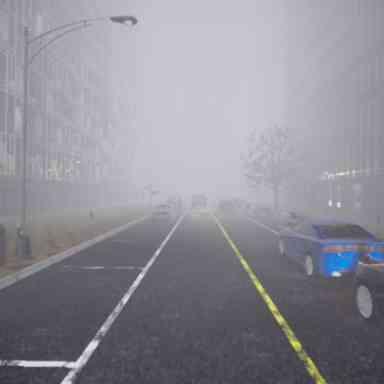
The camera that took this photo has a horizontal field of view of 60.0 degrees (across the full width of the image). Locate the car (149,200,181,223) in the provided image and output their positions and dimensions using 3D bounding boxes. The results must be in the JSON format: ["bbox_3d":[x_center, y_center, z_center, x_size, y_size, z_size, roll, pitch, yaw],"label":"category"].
[{"bbox_3d":[-2.186,1.576,25.572,2.008,1.369,4.403,1,0,1],"label":"car"}]

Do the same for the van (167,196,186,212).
[{"bbox_3d":[-1.940,1.383,36.955,1.690,1.788,3.998,1,0,1],"label":"van"}]

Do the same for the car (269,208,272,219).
[{"bbox_3d":[6.070,1.697,19.699,1.802,1.307,4.206,1,0,1],"label":"car"}]

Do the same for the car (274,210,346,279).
[{"bbox_3d":[4.081,1.549,10.297,1.882,1.535,5.008,1,0,1],"label":"car"}]

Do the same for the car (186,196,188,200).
[{"bbox_3d":[-0.850,1.610,88.178,1.887,1.381,4.507,1,0,1],"label":"car"}]

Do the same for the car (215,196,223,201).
[{"bbox_3d":[7.649,1.731,93.684,1.947,1.339,4.313,1,0,1],"label":"car"}]

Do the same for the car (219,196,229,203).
[{"bbox_3d":[7.285,1.713,76.611,1.887,1.381,4.507,1,0,1],"label":"car"}]

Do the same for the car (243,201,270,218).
[{"bbox_3d":[6.313,1.687,31.081,2.008,1.369,4.403,1,0,1],"label":"car"}]

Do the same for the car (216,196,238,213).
[{"bbox_3d":[3.862,1.591,38.838,1.882,1.535,5.008,1,0,2],"label":"car"}]

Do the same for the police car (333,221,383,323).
[{"bbox_3d":[3.956,1.483,4.408,1.930,1.638,5.238,1,0,1],"label":"police car"}]

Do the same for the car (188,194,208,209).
[{"bbox_3d":[0.953,1.304,46.444,2.150,2.045,5.566,1,0,1],"label":"car"}]

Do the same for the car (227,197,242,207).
[{"bbox_3d":[6.800,1.598,53.846,1.967,1.590,4.097,1,0,1],"label":"car"}]

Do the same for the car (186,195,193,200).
[{"bbox_3d":[-0.729,1.646,93.870,1.802,1.307,4.206,1,0,1],"label":"car"}]

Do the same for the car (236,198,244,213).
[{"bbox_3d":[6.435,1.694,36.772,2.008,1.369,4.403,1,0,1],"label":"car"}]
